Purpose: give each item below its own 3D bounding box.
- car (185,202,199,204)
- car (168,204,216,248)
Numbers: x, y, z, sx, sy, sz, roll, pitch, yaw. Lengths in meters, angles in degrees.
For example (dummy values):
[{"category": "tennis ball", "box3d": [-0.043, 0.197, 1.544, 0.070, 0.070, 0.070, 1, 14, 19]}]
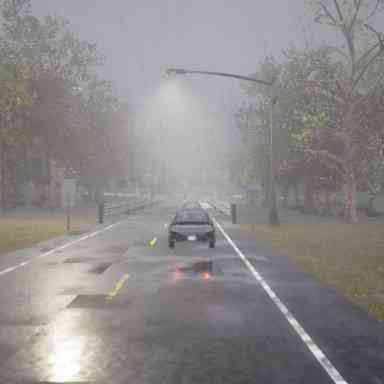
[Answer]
[{"category": "car", "box3d": [0.000, 1.558, 29.651, 2.033, 1.411, 5.357, 0, 0, 0]}, {"category": "car", "box3d": [0.000, 1.492, 14.650, 2.128, 1.511, 4.902, 0, 0, 0]}]
